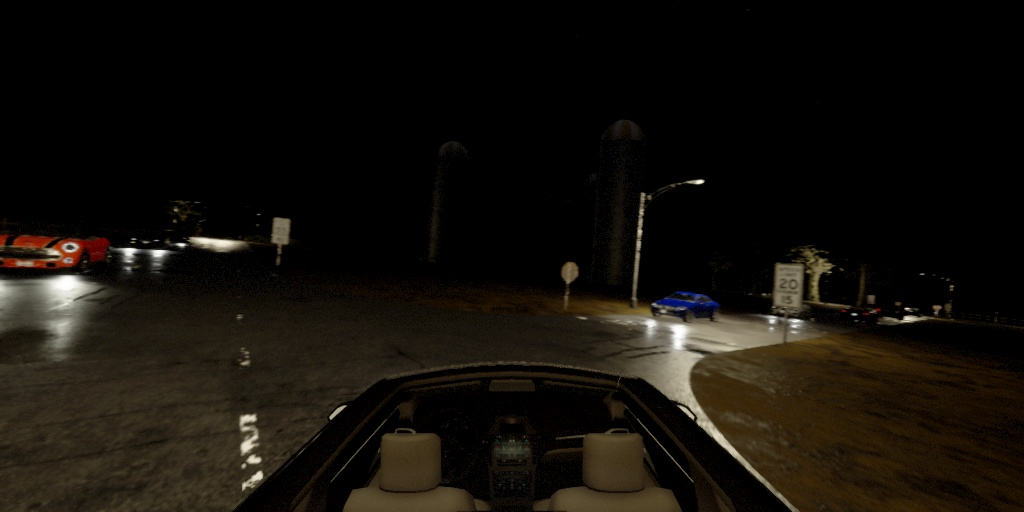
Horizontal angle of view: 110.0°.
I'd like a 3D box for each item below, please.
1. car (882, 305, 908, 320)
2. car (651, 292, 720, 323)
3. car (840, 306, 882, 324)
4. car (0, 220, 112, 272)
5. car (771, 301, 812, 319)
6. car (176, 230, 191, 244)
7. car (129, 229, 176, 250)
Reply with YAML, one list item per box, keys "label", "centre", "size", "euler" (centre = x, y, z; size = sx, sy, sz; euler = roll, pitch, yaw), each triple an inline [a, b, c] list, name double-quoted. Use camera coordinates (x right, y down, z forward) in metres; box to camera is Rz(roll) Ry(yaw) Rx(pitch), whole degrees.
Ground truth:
- label: "car"
  centre: [46.130, 6.780, 43.689]
  size: [4.553, 1.767, 2.097]
  euler: [7, -2, -38]
- label: "car"
  centre: [9.201, 2.631, 18.806]
  size: [4.674, 1.442, 1.812]
  euler: [7, -2, -38]
- label: "car"
  centre: [30.925, 5.179, 31.917]
  size: [4.181, 1.385, 1.994]
  euler: [7, -2, -38]
- label: "car"
  centre: [-16.524, -0.458, 12.992]
  size: [2.097, 1.767, 4.553]
  euler: [5, 0, -38]
- label: "car"
  centre: [23.203, 4.324, 29.651]
  size: [4.674, 1.442, 1.812]
  euler: [7, -2, -37]
- label: "car"
  centre: [-38.113, -2.208, 41.055]
  size: [2.033, 1.411, 5.357]
  euler: [5, 0, -37]
- label: "car"
  centre: [-27.997, -1.354, 27.869]
  size: [1.837, 1.490, 4.892]
  euler: [5, 0, -38]
